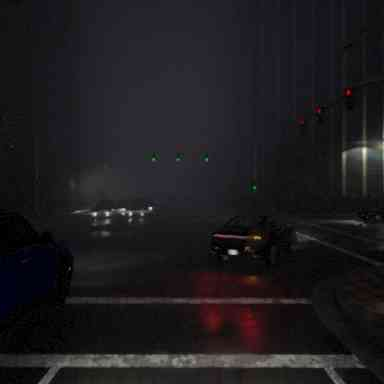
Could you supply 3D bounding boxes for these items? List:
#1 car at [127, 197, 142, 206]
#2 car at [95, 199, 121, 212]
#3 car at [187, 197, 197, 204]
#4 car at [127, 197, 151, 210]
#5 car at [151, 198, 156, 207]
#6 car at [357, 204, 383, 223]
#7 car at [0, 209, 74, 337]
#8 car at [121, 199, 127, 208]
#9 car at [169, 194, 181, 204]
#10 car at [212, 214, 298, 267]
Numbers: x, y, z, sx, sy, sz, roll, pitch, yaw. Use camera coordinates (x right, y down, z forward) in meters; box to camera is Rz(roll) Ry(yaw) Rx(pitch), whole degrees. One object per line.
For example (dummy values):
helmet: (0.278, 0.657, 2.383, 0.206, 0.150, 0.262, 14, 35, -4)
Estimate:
car: (-10.511, 1.651, 60.923, 1.882, 1.535, 5.008, 0, 0, 0)
car: (-10.606, 1.644, 41.373, 1.812, 1.442, 4.674, 0, 0, 0)
car: (-0.012, 1.686, 66.649, 1.837, 1.490, 4.892, 0, 0, 0)
car: (-7.095, 1.633, 45.136, 1.837, 1.490, 4.892, 0, 0, 0)
car: (-7.068, 1.717, 54.044, 1.994, 1.385, 4.181, 0, 0, 0)
car: (15.289, 1.637, 26.007, 4.181, 1.385, 1.994, 0, 0, -1)
car: (-3.555, 1.235, 4.895, 2.150, 2.045, 5.566, 0, 0, -2)
car: (-10.579, 1.744, 50.482, 1.895, 1.301, 4.718, 0, 0, 0)
car: (-3.511, 1.413, 67.568, 2.150, 2.045, 5.566, 0, 0, 0)
car: (2.353, 1.525, 11.722, 2.128, 1.511, 4.902, -1, 0, 29)
